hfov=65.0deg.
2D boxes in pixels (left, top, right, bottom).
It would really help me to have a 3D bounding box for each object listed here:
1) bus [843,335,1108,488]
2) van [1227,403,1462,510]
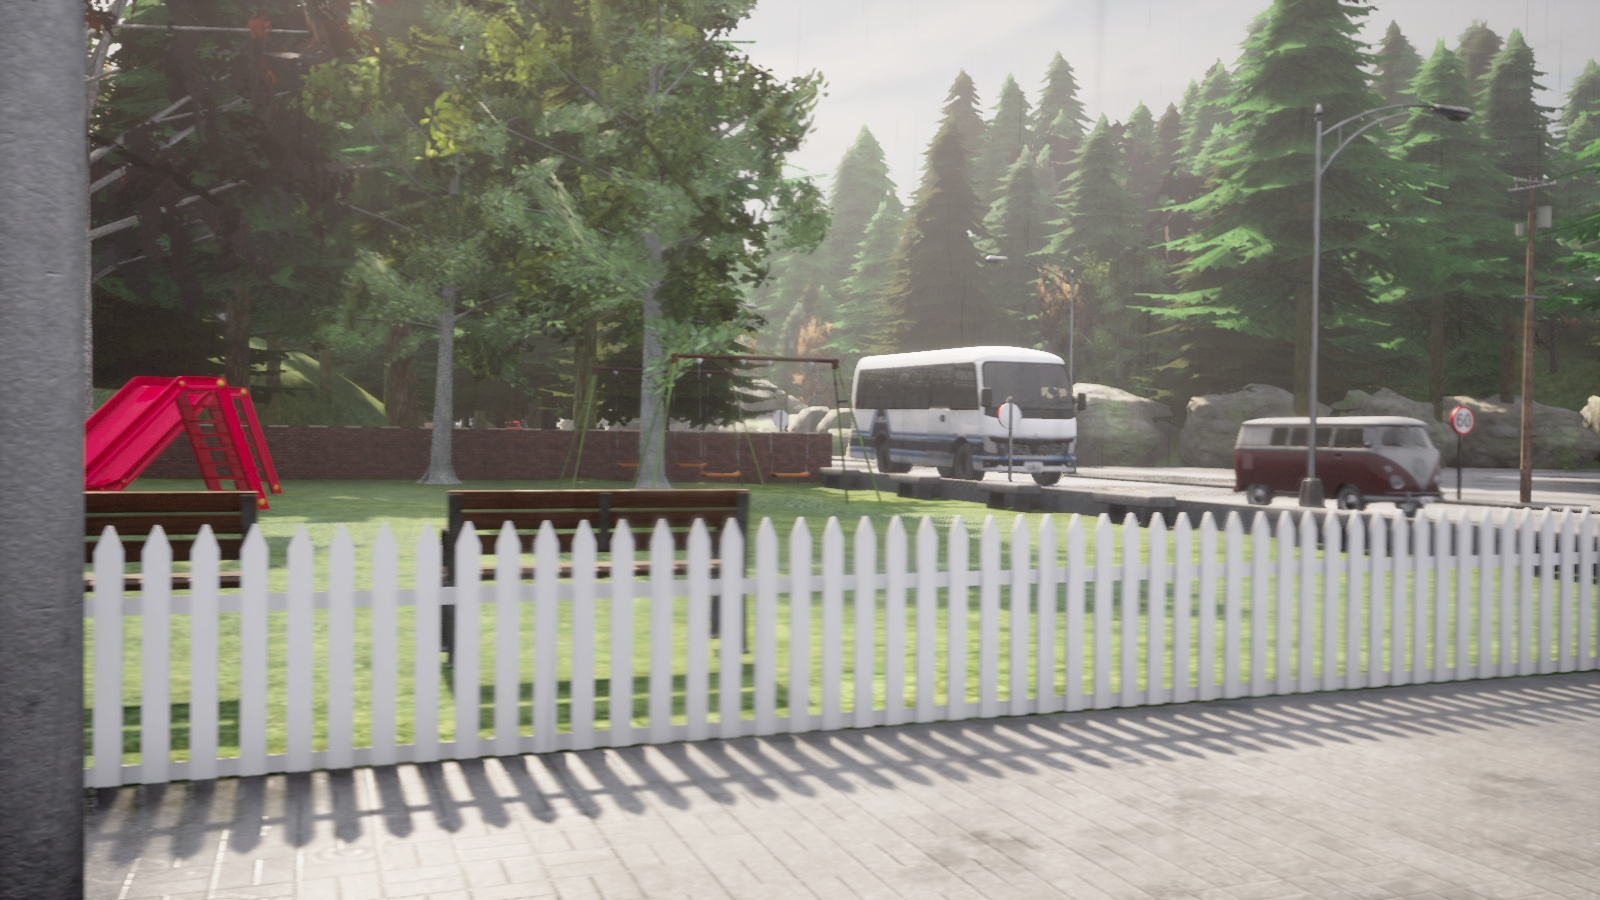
[{"bbox_3d":[5.210,-1.225,40.394,3.944,4.253,10.273,-1,2,-21],"label":"bus"},{"bbox_3d":[10.907,0.085,25.538,1.775,1.987,4.442,-1,1,-21],"label":"van"}]
